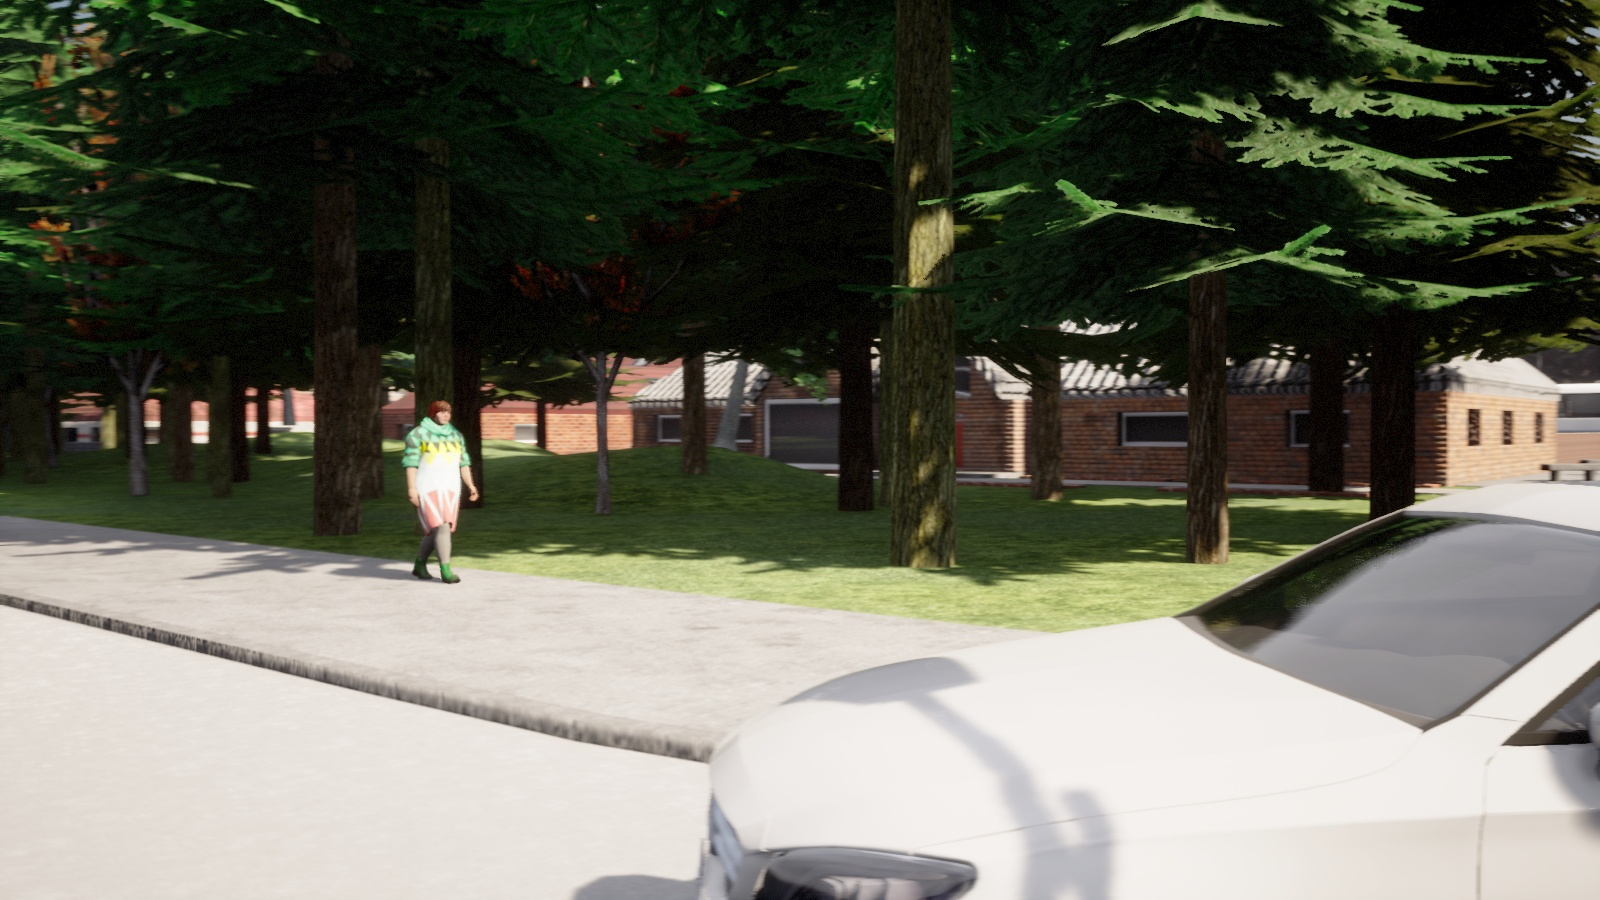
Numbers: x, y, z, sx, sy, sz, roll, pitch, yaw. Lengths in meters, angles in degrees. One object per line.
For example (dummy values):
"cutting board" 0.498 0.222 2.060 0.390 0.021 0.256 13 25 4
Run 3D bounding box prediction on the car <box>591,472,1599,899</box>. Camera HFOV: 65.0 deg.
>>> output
"car" 1.941 0.817 3.197 4.674 1.442 1.812 0 1 -1

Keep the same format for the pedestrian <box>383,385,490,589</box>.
"pedestrian" -3.638 0.347 12.570 0.873 1.952 0.659 1 1 40

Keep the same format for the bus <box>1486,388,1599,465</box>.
"bus" 45.493 -1.338 71.925 10.273 4.253 3.944 1 1 39
